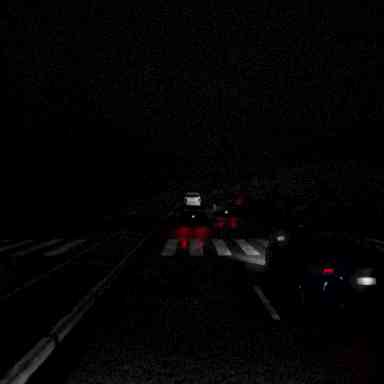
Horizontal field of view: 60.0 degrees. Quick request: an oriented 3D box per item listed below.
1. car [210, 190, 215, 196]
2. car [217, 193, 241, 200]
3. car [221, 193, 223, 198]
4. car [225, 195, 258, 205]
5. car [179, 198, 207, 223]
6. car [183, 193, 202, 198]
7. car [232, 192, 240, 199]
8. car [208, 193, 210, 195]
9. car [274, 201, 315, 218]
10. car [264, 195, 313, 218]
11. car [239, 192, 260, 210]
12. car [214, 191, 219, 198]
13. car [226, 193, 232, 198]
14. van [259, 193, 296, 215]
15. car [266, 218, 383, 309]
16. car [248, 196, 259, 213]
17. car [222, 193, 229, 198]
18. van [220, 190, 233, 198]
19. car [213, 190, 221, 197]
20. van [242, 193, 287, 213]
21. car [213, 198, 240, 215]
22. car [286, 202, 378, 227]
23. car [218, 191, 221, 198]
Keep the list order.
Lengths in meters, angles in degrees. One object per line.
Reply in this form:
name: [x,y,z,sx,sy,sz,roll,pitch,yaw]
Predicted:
car: [8.058,0.772,87.140,4.892,1.521,2.231,1,1,-20]
car: [8.078,1.034,72.249,4.792,1.488,2.163,0,1,-20]
car: [8.050,1.281,57.319,4.674,1.452,2.002,0,1,-20]
car: [8.083,1.309,54.347,4.792,1.488,2.163,1,0,-20]
car: [0.094,1.427,24.495,2.128,1.511,4.902,0,0,0]
car: [0.089,1.097,42.942,2.150,2.045,5.566,0,0,0]
car: [8.090,1.133,39.421,5.566,2.045,2.435,1,0,-20]
car: [8.077,0.479,90.138,5.566,2.045,2.435,1,1,-20]
car: [8.060,1.474,21.510,4.674,1.452,2.002,1,0,-20]
car: [8.036,1.300,24.482,4.553,1.767,2.185,1,0,-20]
car: [8.040,1.150,33.425,5.566,2.045,2.435,1,0,-20]
car: [7.879,1.053,69.187,5.366,1.575,1.946,0,1,-20]
car: [8.030,1.362,48.350,4.792,1.488,2.163,1,1,-20]
van: [8.175,1.193,27.517,4.442,1.987,1.878,1,0,-20]
car: [3.098,1.546,7.907,1.994,1.385,4.181,0,0,0]
car: [8.056,1.410,30.457,4.892,1.521,2.231,1,0,-20]
car: [7.885,1.302,51.277,5.366,1.575,1.946,1,1,-20]
van: [7.950,0.977,60.247,4.442,1.987,1.878,0,1,-20]
car: [8.046,0.944,78.201,4.674,1.452,2.002,0,1,-20]
van: [7.956,1.166,36.378,4.442,1.987,1.878,1,0,-20]
car: [3.092,1.515,32.190,1.895,1.301,4.718,0,0,0]
car: [8.040,1.472,18.491,4.792,1.488,2.163,1,0,-20]
car: [8.027,1.031,63.276,4.553,1.767,2.185,0,1,-20]
